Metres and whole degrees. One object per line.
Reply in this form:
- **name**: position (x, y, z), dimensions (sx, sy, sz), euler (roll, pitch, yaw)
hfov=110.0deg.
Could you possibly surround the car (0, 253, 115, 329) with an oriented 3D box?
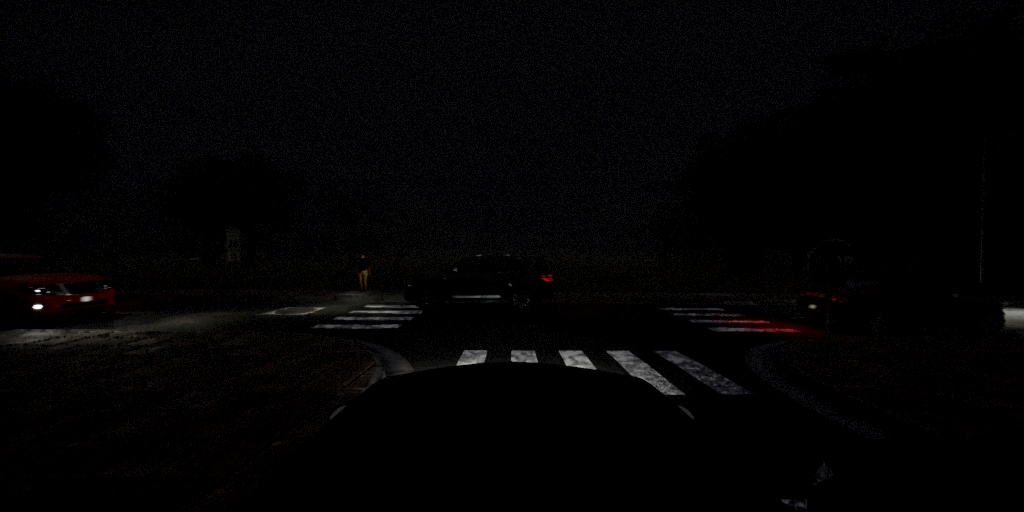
- **car**: position (-15.466, 0.924, 10.690), dimensions (5.566, 2.045, 2.150), euler (0, 1, 0)

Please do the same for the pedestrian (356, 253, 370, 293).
- **pedestrian**: position (-6.895, 0.757, 16.561), dimensions (0.375, 1.860, 0.375), euler (0, 1, 0)

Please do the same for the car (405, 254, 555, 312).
- **car**: position (-1.163, 0.941, 13.678), dimensions (5.566, 2.045, 2.150), euler (0, 1, 0)

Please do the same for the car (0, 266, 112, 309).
- **car**: position (-18.579, 1.159, 13.641), dimensions (4.674, 1.442, 1.812), euler (0, 1, 0)

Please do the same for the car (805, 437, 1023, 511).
- **car**: position (2.639, 1.301, 0.391), dimensions (2.007, 1.370, 4.403), euler (0, 0, 0)

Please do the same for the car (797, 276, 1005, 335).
- **car**: position (11.470, 1.381, 10.745), dimensions (5.008, 1.535, 1.882), euler (0, 1, 0)
